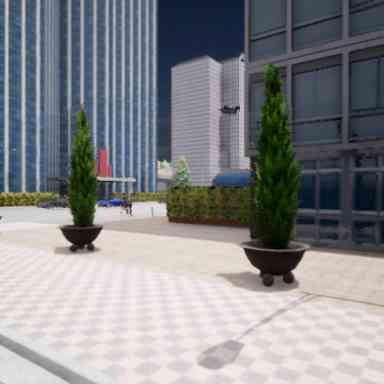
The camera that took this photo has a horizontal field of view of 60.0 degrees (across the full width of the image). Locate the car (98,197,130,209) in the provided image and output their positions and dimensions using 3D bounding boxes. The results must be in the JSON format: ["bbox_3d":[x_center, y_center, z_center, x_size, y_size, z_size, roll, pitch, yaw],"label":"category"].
[{"bbox_3d":[-10.693,1.419,45.417,1.882,1.535,5.008,0,0,35],"label":"car"}]

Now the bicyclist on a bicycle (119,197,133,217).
[{"bbox_3d":[-5.475,1.267,27.599,1.656,1.620,0.582,0,0,35],"label":"bicyclist on a bicycle"}]

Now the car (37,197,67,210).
[{"bbox_3d":[-17.133,1.440,42.312,1.837,1.490,4.892,0,0,35],"label":"car"}]

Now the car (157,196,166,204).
[{"bbox_3d":[-4.286,1.414,60.569,1.882,1.535,5.008,0,0,35],"label":"car"}]
